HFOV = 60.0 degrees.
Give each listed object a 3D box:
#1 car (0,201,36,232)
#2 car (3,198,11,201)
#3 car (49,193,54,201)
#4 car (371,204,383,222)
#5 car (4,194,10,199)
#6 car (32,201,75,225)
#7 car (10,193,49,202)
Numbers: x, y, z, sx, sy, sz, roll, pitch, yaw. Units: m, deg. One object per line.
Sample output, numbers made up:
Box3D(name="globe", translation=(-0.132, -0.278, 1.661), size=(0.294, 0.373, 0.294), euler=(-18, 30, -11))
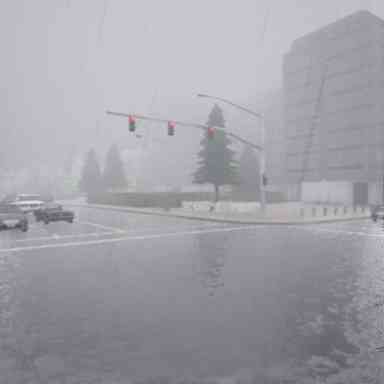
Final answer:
Box3D(name="car", translation=(-10.895, 1.505, 19.460), size=(2.128, 1.511, 4.902), euler=(0, 0, -35))
Box3D(name="car", translation=(-16.250, 1.528, 27.036), size=(1.837, 1.490, 4.892), euler=(0, 0, -35))
Box3D(name="car", translation=(-26.845, 1.224, 60.634), size=(2.150, 2.045, 5.566), euler=(0, 0, -35))
Box3D(name="car", translation=(14.755, 1.365, 23.903), size=(4.902, 1.511, 2.128), euler=(0, 0, -35))
Box3D(name="car", translation=(-22.358, 1.241, 41.805), size=(2.150, 2.045, 5.566), euler=(0, 0, -35))
Box3D(name="car", translation=(-10.164, 1.599, 24.482), size=(1.895, 1.301, 4.718), euler=(0, 0, -35))
Box3D(name="car", translation=(-16.166, 1.231, 32.996), size=(2.150, 2.045, 5.566), euler=(0, 0, -35))
